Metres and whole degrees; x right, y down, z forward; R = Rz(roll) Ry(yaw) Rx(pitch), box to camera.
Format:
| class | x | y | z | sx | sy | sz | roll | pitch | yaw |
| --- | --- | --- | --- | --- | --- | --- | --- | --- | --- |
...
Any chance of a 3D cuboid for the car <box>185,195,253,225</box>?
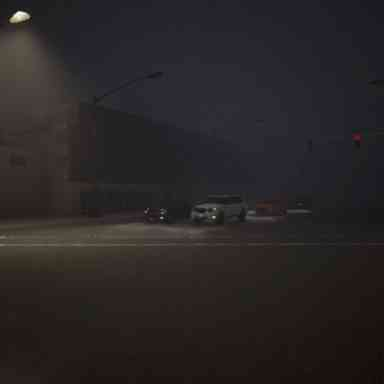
| class | x | y | z | sx | sy | sz | roll | pitch | yaw |
| --- | --- | --- | --- | --- | --- | --- | --- | --- | --- |
| car | 2.156 | 1.235 | 24.824 | 2.150 | 2.045 | 5.566 | 0 | 0 | 35 |

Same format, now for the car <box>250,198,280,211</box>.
| class | x | y | z | sx | sy | sz | roll | pitch | yaw |
| --- | --- | --- | --- | --- | --- | --- | --- | --- | --- |
| car | 9.017 | 1.434 | 40.697 | 1.895 | 1.301 | 4.718 | 0 | 1 | 35 |

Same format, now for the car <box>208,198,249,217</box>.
| class | x | y | z | sx | sy | sz | roll | pitch | yaw |
| --- | --- | --- | --- | --- | --- | --- | --- | --- | --- |
| car | 3.685 | 1.461 | 33.096 | 1.882 | 1.535 | 5.008 | 0 | 1 | 35 |

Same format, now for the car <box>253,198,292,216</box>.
| class | x | y | z | sx | sy | sz | roll | pitch | yaw |
| --- | --- | --- | --- | --- | --- | --- | --- | --- | --- |
| car | 7.895 | 1.421 | 33.003 | 1.882 | 1.535 | 5.008 | 0 | 1 | 35 |

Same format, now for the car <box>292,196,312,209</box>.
| class | x | y | z | sx | sy | sz | roll | pitch | yaw |
| --- | --- | --- | --- | --- | --- | --- | --- | --- | --- |
| car | 13.265 | 1.277 | 40.659 | 1.837 | 1.490 | 4.892 | 0 | 1 | 35 |

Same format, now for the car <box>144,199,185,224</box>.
| class | x | y | z | sx | sy | sz | roll | pitch | yaw |
| --- | --- | --- | --- | --- | --- | --- | --- | --- | --- |
| car | -1.608 | 1.378 | 25.551 | 2.097 | 1.767 | 4.553 | 0 | 0 | 35 |
